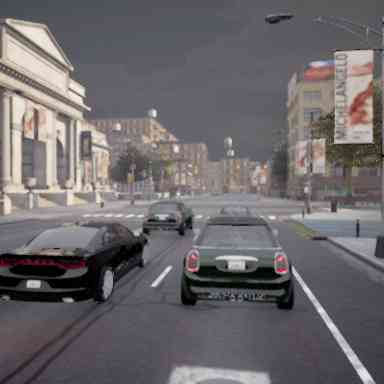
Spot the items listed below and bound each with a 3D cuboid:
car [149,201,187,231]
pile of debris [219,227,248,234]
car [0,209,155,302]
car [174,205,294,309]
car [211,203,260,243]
[{"bbox_3d":[-1.153,1.250,18.071,2.097,1.767,4.553,0,0,8],"label":"car"},{"bbox_3d":[2.262,2.077,18.099,1.500,0.140,1.860,0,0,8],"label":"pile of debris"},{"bbox_3d":[-2.463,1.429,8.220,1.882,1.535,5.008,0,0,7],"label":"car"},{"bbox_3d":[1.043,1.308,8.013,2.097,1.767,4.553,0,0,7],"label":"car"},{"bbox_3d":[2.202,1.398,16.859,2.128,1.511,4.902,0,0,8],"label":"car"}]
